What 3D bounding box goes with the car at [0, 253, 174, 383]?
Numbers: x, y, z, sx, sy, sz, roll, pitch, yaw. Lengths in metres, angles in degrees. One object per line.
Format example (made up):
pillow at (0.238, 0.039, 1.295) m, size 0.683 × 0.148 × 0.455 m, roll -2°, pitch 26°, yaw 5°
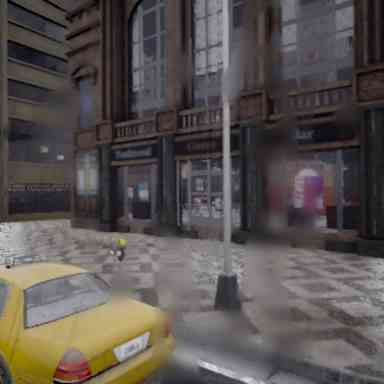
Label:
car at (-2.492, 1.570, 4.741) m, size 4.829 × 1.417 × 1.752 m, roll -1°, pitch 0°, yaw 36°
